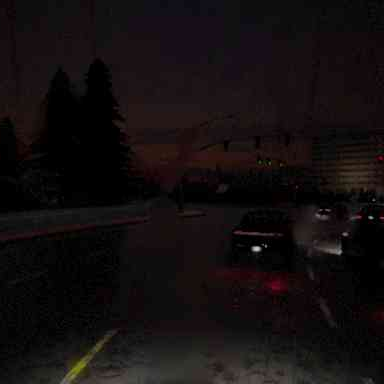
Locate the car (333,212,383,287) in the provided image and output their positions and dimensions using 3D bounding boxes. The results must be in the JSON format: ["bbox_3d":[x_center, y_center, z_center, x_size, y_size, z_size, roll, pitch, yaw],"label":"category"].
[{"bbox_3d":[5.286,1.515,8.909,2.033,1.411,5.357,0,0,17],"label":"car"}]

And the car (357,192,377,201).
[{"bbox_3d":[31.751,0.987,60.185,2.150,2.045,5.566,1,1,41],"label":"car"}]

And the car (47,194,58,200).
[{"bbox_3d":[-24.051,0.764,59.918,5.566,2.045,2.150,1,1,42],"label":"car"}]

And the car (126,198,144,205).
[{"bbox_3d":[-9.473,1.160,51.648,4.902,1.511,2.128,1,1,42],"label":"car"}]

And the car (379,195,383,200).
[{"bbox_3d":[34.495,1.318,58.017,1.812,1.442,4.674,1,1,41],"label":"car"}]

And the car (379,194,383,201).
[{"bbox_3d":[42.030,1.262,72.023,1.812,1.442,4.674,1,0,41],"label":"car"}]

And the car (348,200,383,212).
[{"bbox_3d":[11.476,1.474,20.433,2.033,1.411,5.357,1,0,38],"label":"car"}]

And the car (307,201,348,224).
[{"bbox_3d":[9.869,1.394,23.926,2.128,1.511,4.902,0,0,39],"label":"car"}]

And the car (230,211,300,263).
[{"bbox_3d":[2.720,1.427,11.934,2.128,1.511,4.902,0,0,21],"label":"car"}]
